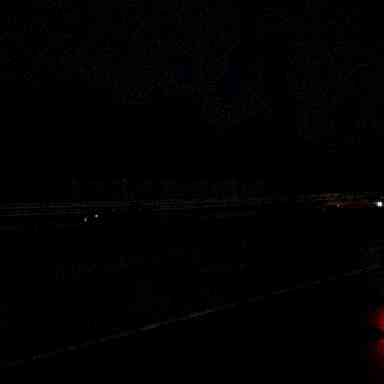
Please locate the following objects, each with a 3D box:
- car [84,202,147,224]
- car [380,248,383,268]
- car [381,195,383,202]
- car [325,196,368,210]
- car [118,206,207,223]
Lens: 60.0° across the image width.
[{"bbox_3d":[-4.619,1.453,22.129,4.902,1.511,2.128,0,0,-35],"label":"car"},{"bbox_3d":[6.924,1.554,8.610,4.718,1.301,1.895,-1,0,-35],"label":"car"},{"bbox_3d":[29.362,0.602,48.433,5.008,1.535,1.882,-2,1,-36],"label":"car"},{"bbox_3d":[14.405,1.137,30.972,5.008,1.535,1.882,-2,1,-34],"label":"car"},{"bbox_3d":[-1.081,1.531,16.060,4.181,1.385,1.994,0,0,-35],"label":"car"}]
